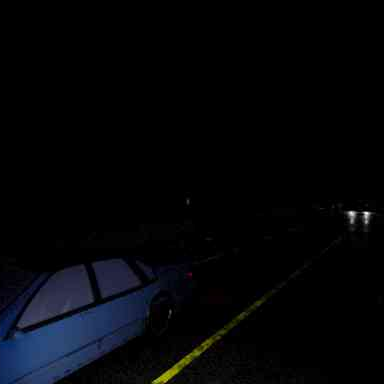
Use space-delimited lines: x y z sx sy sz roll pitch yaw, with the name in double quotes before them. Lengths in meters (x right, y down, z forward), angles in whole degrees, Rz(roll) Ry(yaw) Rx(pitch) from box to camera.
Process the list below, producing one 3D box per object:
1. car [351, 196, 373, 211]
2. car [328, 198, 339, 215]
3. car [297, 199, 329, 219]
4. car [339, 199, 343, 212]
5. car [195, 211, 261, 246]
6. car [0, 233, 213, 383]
"car" 20.676 1.564 40.667 1.812 1.442 4.674 0 0 32
"car" 13.491 1.567 34.156 1.947 1.339 4.313 0 0 32
"car" 10.575 1.582 29.464 1.802 1.307 4.206 0 0 32
"car" 16.407 1.441 38.849 1.967 1.590 4.097 0 0 32
"car" 1.827 1.566 15.385 1.947 1.339 4.313 0 0 32
"car" -1.921 1.547 4.485 2.033 1.411 5.357 0 0 32
